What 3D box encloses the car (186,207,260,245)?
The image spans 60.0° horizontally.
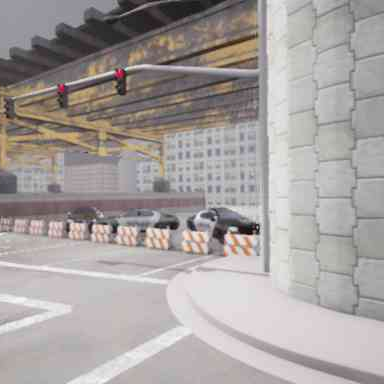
[{"bbox_3d":[1.506,1.559,16.415,2.038,1.542,4.974,0,0,-25],"label":"car"}]

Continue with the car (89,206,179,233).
[{"bbox_3d":[-3.208,1.470,19.008,4.536,1.218,1.853,-1,0,0],"label":"car"}]

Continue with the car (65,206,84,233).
[{"bbox_3d":[-6.949,1.688,21.767,2.038,1.542,4.974,-1,0,-10],"label":"car"}]

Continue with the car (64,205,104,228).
[{"bbox_3d":[-6.959,1.531,21.819,1.853,1.218,4.536,-1,0,-10],"label":"car"}]

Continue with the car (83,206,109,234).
[{"bbox_3d":[-3.258,1.628,19.007,4.974,1.542,2.038,-1,0,0],"label":"car"}]

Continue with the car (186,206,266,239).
[{"bbox_3d":[1.483,1.402,16.463,1.853,1.218,4.536,0,0,-25],"label":"car"}]
